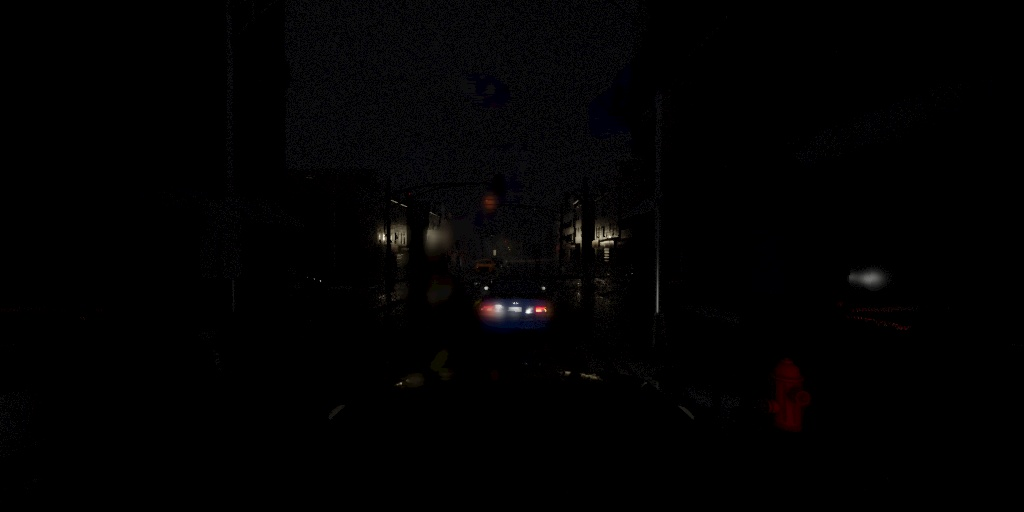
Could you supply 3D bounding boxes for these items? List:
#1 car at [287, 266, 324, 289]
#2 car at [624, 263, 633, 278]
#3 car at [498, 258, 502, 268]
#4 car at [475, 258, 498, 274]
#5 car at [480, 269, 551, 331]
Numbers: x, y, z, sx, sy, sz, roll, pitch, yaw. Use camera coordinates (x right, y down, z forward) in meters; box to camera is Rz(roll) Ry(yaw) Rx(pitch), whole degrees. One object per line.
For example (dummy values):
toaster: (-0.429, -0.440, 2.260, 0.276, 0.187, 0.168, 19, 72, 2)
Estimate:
car: (-14.800, 1.378, 23.102, 4.892, 1.490, 1.837, 0, 1, -2)
car: (10.572, 0.732, 26.162, 4.553, 1.767, 2.097, -2, 1, 1)
car: (-2.850, 1.015, 52.781, 1.837, 1.490, 4.892, 0, 0, 0)
car: (-2.851, 1.082, 38.708, 1.882, 1.535, 5.008, 0, 0, 0)
car: (0.088, 1.286, 10.842, 2.033, 1.411, 5.357, 0, 0, 0)
